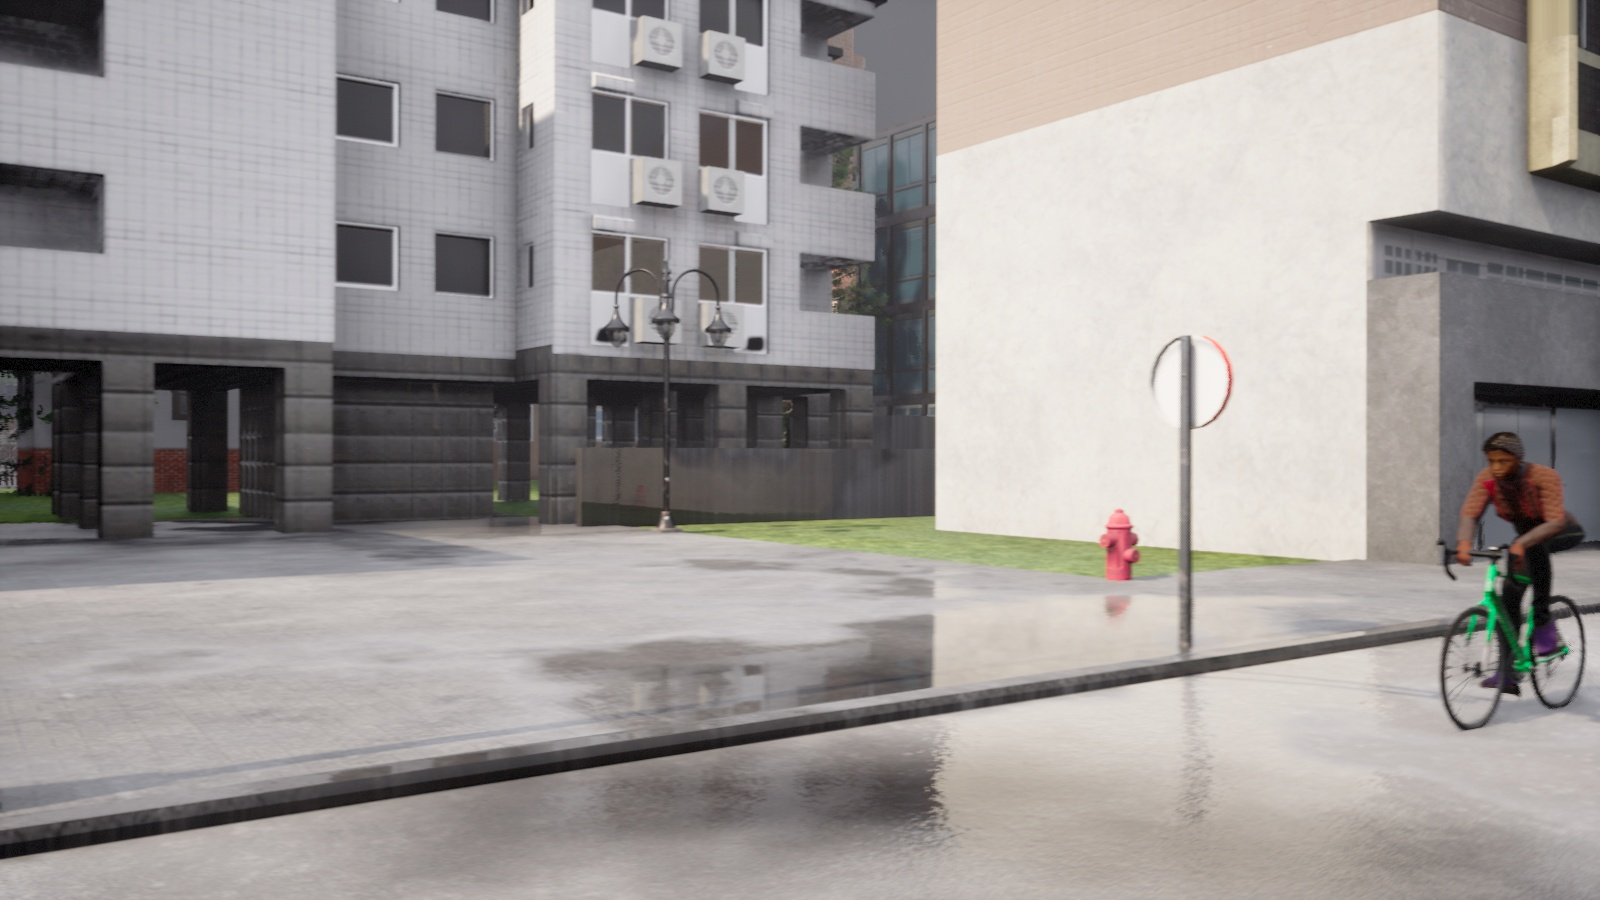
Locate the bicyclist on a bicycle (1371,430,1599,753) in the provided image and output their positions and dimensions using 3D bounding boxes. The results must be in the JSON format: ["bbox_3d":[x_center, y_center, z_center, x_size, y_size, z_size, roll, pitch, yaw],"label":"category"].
[{"bbox_3d":[3.927,0.706,7.002,1.656,1.620,0.582,0,0,-35],"label":"bicyclist on a bicycle"}]
